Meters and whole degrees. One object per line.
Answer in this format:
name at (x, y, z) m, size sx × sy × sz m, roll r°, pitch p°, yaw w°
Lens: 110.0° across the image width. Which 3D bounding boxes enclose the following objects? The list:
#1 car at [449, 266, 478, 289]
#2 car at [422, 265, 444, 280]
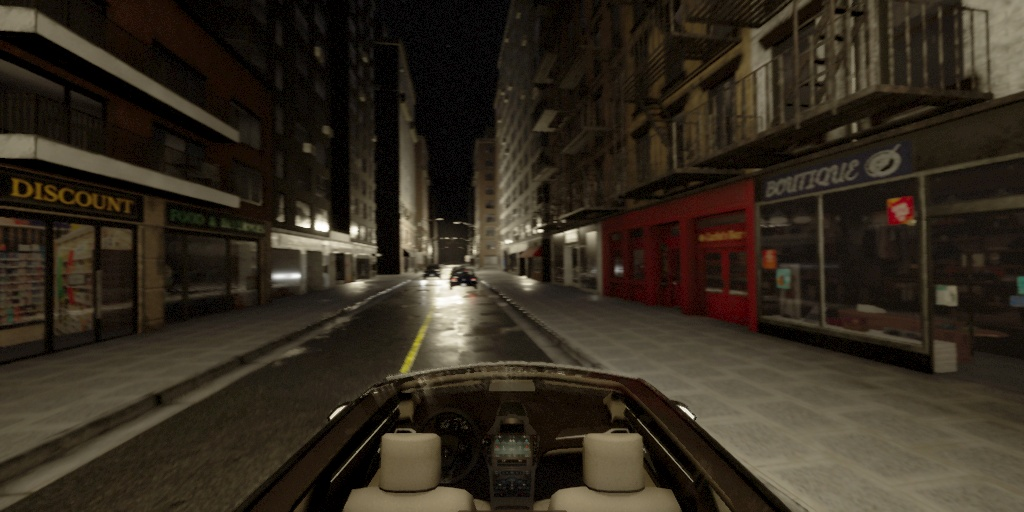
car at (-3.440, 1.592, 25.217) m, size 1.895 × 1.301 × 4.718 m, roll -1°, pitch 0°, yaw -9°
car at (-8.270, 1.669, 37.566) m, size 1.837 × 1.490 × 4.892 m, roll -1°, pitch 0°, yaw -9°
